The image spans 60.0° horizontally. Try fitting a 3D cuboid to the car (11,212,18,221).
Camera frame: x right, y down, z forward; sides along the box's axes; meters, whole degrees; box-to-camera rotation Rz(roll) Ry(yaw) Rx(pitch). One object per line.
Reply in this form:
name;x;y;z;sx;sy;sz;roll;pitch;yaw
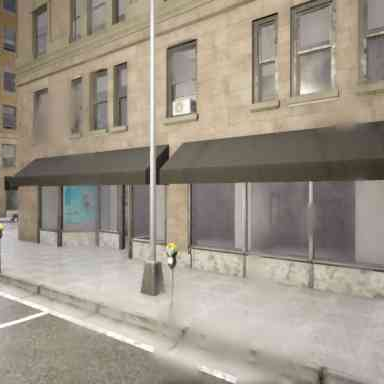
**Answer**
car;-11.120;1.636;26.094;2.033;1.411;5.357;0;0;36
